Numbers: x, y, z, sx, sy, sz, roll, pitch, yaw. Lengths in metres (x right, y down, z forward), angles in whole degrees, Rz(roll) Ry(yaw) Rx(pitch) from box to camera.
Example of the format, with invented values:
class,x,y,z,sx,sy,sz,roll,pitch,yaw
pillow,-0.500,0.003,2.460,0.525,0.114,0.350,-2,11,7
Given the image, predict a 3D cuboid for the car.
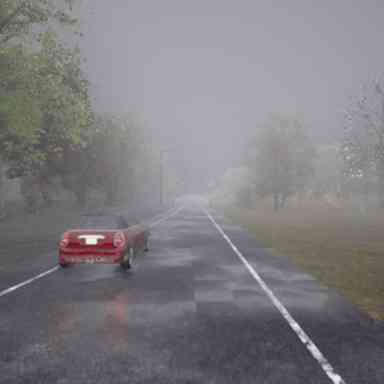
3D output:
class,x,y,z,sx,sy,sz,roll,pitch,yaw
car,-2.742,1.408,11.466,2.097,1.767,4.553,0,0,2
